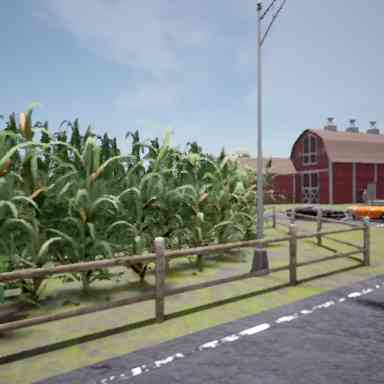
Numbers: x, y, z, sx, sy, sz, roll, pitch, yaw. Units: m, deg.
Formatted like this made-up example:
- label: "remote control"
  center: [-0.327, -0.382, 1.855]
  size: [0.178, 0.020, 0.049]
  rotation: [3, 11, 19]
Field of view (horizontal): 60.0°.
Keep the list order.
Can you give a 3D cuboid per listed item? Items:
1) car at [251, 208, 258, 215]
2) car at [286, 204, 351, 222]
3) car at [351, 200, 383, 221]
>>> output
- label: "car"
  center: [5.318, 1.798, 36.199]
  size: [1.994, 1.385, 4.181]
  rotation: [0, -1, -27]
- label: "car"
  center: [10.152, 1.676, 27.383]
  size: [1.895, 1.301, 4.718]
  rotation: [0, -1, -30]
- label: "car"
  center: [14.226, 1.380, 25.999]
  size: [2.097, 1.767, 4.553]
  rotation: [0, -1, -28]
